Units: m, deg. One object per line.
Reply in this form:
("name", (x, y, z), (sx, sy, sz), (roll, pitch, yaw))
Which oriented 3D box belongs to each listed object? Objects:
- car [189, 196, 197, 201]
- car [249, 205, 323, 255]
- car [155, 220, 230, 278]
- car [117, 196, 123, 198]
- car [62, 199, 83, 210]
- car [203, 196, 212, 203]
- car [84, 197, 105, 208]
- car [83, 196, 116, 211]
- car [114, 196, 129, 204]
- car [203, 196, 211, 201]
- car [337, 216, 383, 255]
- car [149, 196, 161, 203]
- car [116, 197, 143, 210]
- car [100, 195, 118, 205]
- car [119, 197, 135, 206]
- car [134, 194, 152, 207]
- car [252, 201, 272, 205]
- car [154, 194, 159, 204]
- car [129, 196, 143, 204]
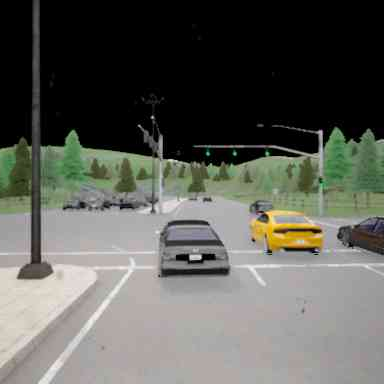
("car", (0.260, 1.686, 85.473), (1.994, 1.385, 4.181), (0, 0, 2))
("car", (3.602, 1.499, 13.503), (1.882, 1.535, 5.008), (0, 0, 0))
("car", (-0.139, 1.564, 10.211), (2.033, 1.411, 5.357), (0, 0, -5))
("car", (-11.495, 1.643, 50.646), (1.994, 1.385, 4.181), (0, 0, 0))
("car", (-15.037, 1.631, 42.790), (1.994, 1.385, 4.181), (0, 0, 0))
("car", (3.549, 1.596, 75.476), (1.882, 1.535, 5.008), (0, 0, 1))
("car", (-14.995, 1.606, 51.419), (1.812, 1.442, 4.674), (0, 0, 0))
("car", (-11.556, 1.557, 41.785), (2.128, 1.511, 4.902), (0, 0, 1))
("car", (-14.989, 1.650, 70.525), (2.033, 1.411, 5.357), (0, 0, 0))
("car", (3.770, 1.687, 85.835), (1.994, 1.385, 4.181), (0, 0, 2))
("car", (7.101, 1.566, 11.760), (2.033, 1.411, 5.357), (0, 0, 0))
("car", (-7.977, 1.647, 72.690), (2.033, 1.411, 5.357), (0, 0, 0))
("car", (-8.043, 1.668, 43.035), (1.895, 1.301, 4.718), (0, 0, 0))
("car", (-14.994, 1.446, 60.282), (2.097, 1.767, 4.553), (0, 0, 0))
("car", (-11.494, 1.656, 58.764), (1.994, 1.385, 4.181), (0, 0, 0))
("car", (-7.995, 1.433, 51.978), (2.097, 1.767, 4.553), (0, 0, 0))
("car", (7.104, 1.600, 33.948), (2.033, 1.411, 5.357), (0, 0, 0))
("car", (-7.994, 1.319, 62.279), (2.150, 2.045, 5.566), (0, 0, 0))
("car", (-11.491, 1.632, 68.898), (2.128, 1.511, 4.902), (0, 0, 0))
